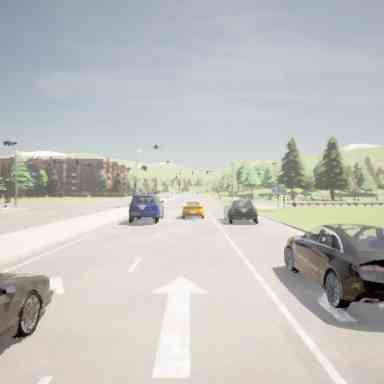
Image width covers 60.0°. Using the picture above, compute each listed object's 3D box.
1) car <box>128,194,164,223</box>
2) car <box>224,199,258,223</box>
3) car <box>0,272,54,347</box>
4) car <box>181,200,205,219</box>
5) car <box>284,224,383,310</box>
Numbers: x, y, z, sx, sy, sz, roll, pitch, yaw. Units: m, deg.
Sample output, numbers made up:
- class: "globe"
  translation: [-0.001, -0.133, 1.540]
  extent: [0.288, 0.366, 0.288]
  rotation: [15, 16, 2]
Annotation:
- class: "car"
  translation: [-3.397, 1.198, 25.314]
  extent: [2.150, 2.045, 5.566]
  rotation: [0, 0, 0]
- class: "car"
  translation: [3.604, 1.328, 25.218]
  extent: [2.097, 1.767, 4.553]
  rotation: [0, 0, 0]
- class: "car"
  translation: [-3.400, 1.544, 3.524]
  extent: [2.033, 1.411, 5.357]
  rotation: [0, 0, 0]
- class: "car"
  translation: [0.103, 1.451, 28.946]
  extent: [1.882, 1.535, 5.008]
  rotation: [0, 0, 0]
- class: "car"
  translation: [3.601, 1.484, 7.778]
  extent: [2.128, 1.511, 4.902]
  rotation: [0, 0, 0]
